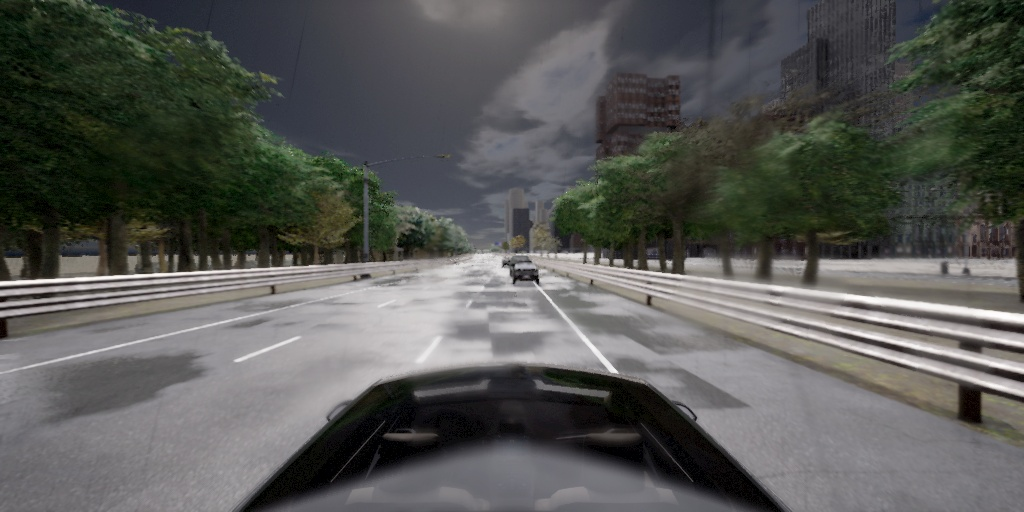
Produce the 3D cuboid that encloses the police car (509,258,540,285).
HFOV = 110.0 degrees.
[{"bbox_3d":[0.940,1.163,26.553,1.930,1.638,5.238,0,0,-1],"label":"police car"}]

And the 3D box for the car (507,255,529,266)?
[{"bbox_3d":[0.816,0.952,36.517,2.150,2.045,5.566,0,0,-1],"label":"car"}]

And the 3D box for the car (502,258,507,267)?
[{"bbox_3d":[-0.753,1.179,62.927,1.837,1.490,4.892,0,0,-1],"label":"car"}]
